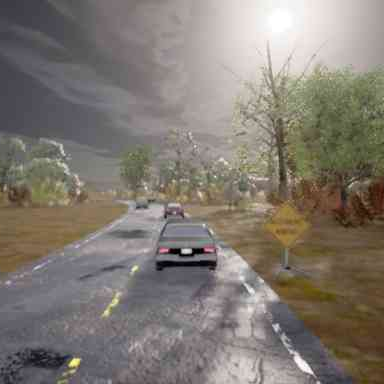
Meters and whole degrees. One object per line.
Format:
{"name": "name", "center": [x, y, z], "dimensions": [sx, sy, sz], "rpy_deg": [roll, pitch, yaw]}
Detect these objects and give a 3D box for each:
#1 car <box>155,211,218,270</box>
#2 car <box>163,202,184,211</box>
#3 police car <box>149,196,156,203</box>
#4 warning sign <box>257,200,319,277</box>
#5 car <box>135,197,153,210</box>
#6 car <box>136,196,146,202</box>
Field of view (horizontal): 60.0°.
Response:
{"name": "car", "center": [-0.227, 1.606, 11.206], "dimensions": [2.033, 1.411, 5.357], "rpy_deg": [0, 0, -2]}
{"name": "car", "center": [-1.802, 1.693, 32.072], "dimensions": [1.812, 1.442, 4.674], "rpy_deg": [0, 0, -6]}
{"name": "police car", "center": [-9.740, 1.840, 78.429], "dimensions": [1.930, 1.638, 5.238], "rpy_deg": [0, 0, -15]}
{"name": "warning sign", "center": [2.493, 1.159, 8.764], "dimensions": [1.300, 1.860, 1.060], "rpy_deg": [0, 0, -2]}
{"name": "car", "center": [-7.030, 1.798, 46.969], "dimensions": [2.033, 1.411, 5.357], "rpy_deg": [0, 0, -9]}
{"name": "car", "center": [-14.399, 1.954, 93.950], "dimensions": [1.801, 1.575, 5.366], "rpy_deg": [0, 0, -18]}
